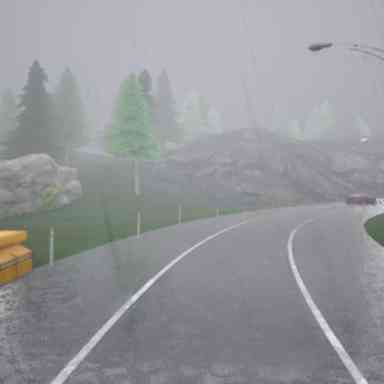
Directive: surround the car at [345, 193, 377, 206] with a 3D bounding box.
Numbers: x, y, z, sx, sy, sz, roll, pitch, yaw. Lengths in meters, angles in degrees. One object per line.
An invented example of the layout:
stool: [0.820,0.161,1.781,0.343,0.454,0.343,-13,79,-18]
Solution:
car: [20.674,0.869,40.642,5.008,1.535,1.882,-2,2,-37]
